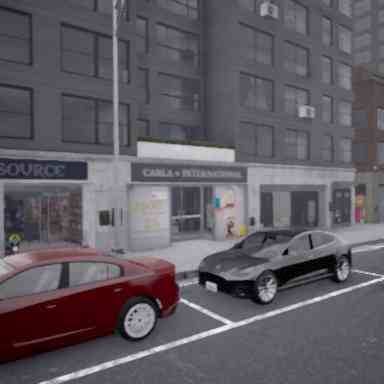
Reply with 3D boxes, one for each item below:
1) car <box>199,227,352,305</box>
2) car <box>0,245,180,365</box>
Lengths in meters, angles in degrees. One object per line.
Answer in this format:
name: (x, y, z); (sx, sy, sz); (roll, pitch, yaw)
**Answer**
car: (2.173, 1.568, 8.093); (4.313, 1.339, 1.947); (0, -1, -36)
car: (-2.310, 1.545, 4.894); (4.507, 1.381, 1.887); (0, -1, -36)
